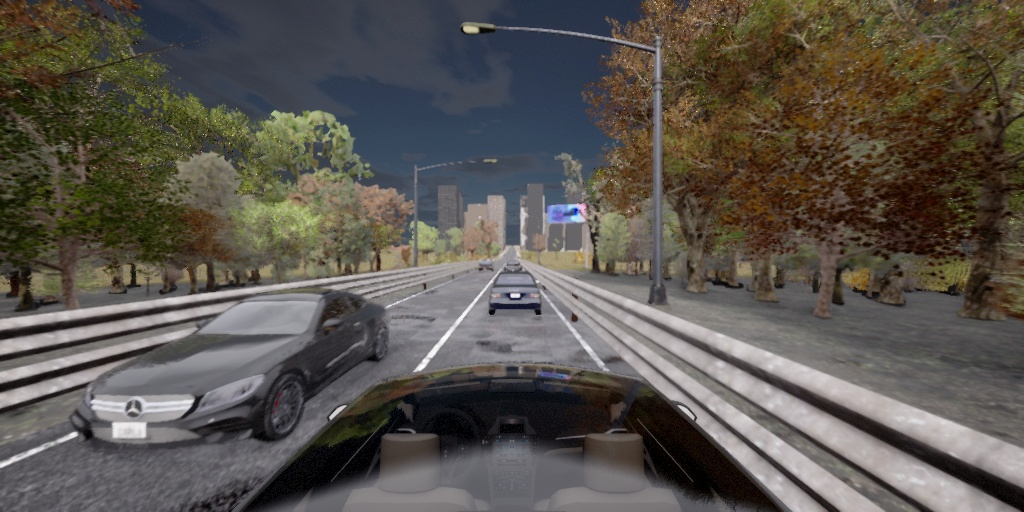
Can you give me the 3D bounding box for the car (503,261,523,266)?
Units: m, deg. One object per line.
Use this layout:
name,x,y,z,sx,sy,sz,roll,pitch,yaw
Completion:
car,0.112,1.234,37.356,2.128,1.511,4.902,0,0,0

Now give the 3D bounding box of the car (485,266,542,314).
car,0.104,1.281,13.690,2.033,1.411,5.357,0,0,0

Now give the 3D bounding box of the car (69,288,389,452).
car,-3.348,1.265,5.470,1.812,1.442,4.674,0,0,0

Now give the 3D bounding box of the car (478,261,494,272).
car,-3.329,1.294,46.755,2.033,1.411,5.357,0,0,0
